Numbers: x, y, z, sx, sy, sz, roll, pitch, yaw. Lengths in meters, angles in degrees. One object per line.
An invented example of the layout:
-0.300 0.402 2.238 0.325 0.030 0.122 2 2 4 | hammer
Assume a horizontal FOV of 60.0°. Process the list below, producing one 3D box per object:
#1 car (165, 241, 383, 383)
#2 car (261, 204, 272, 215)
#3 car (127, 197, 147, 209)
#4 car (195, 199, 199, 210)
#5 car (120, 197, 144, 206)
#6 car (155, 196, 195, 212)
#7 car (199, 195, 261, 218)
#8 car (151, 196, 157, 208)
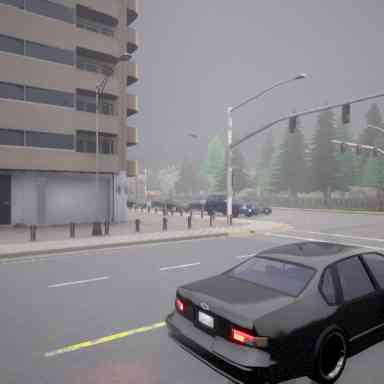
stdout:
2.217 1.547 5.361 5.357 1.411 2.033 0 0 -35 | car
6.110 1.619 33.974 1.994 1.385 4.181 0 0 -36 | car
-8.185 1.560 47.846 1.837 1.490 4.892 0 0 -36 | car
1.077 1.581 40.976 1.812 1.442 4.674 0 0 -36 | car
-10.339 1.603 56.893 2.033 1.411 5.357 0 0 -35 | car
-2.106 1.560 39.393 1.837 1.490 4.892 0 0 -36 | car
3.488 1.277 31.624 2.150 2.045 5.566 0 0 -36 | car
-4.164 1.407 48.252 2.097 1.767 4.553 0 0 -36 | car
